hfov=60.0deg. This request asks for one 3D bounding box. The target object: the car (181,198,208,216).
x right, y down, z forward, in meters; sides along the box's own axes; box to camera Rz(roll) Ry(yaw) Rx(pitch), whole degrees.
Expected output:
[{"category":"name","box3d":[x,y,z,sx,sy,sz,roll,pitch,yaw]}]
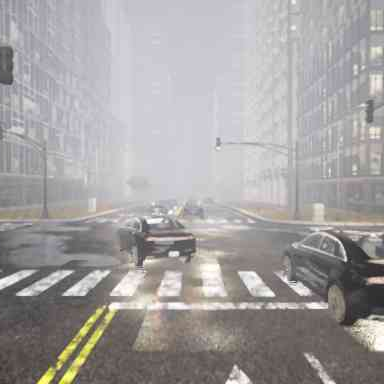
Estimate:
[{"category":"car","box3d":[0.090,1.546,29.992,2.128,1.511,4.902,0,0,0]}]

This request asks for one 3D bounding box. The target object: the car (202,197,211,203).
[{"category":"car","box3d":[3.220,1.701,74.009,1.895,1.301,4.718,0,0,0]}]

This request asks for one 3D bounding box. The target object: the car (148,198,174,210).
[{"category":"car","box3d":[-3.356,1.551,34.096,2.128,1.511,4.902,0,0,0]}]

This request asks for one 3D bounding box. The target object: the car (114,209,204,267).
[{"category":"car","box3d":[-1.471,1.580,11.882,2.128,1.511,4.902,1,0,-23]}]

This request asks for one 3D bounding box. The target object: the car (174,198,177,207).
[{"category":"car","box3d":[-3.340,1.636,43.307,1.994,1.385,4.181,0,0,0]}]

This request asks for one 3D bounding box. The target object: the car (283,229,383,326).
[{"category":"car","box3d":[3.341,1.520,7.048,2.128,1.511,4.902,0,-1,0]}]

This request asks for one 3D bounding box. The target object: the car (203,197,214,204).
[{"category":"car","box3d":[3.223,1.660,64.347,1.994,1.385,4.181,0,0,0]}]
